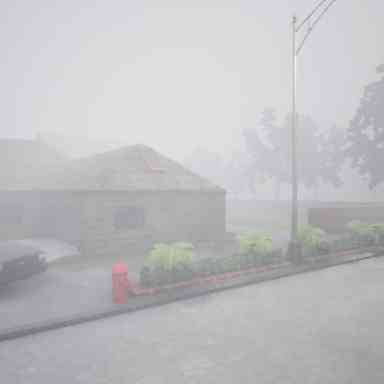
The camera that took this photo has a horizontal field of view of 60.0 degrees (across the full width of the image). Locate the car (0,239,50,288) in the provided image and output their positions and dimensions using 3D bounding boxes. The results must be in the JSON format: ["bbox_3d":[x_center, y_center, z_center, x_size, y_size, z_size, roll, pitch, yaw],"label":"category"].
[{"bbox_3d":[-6.166,1.454,7.840,5.357,1.415,2.033,0,0,14],"label":"car"}]
